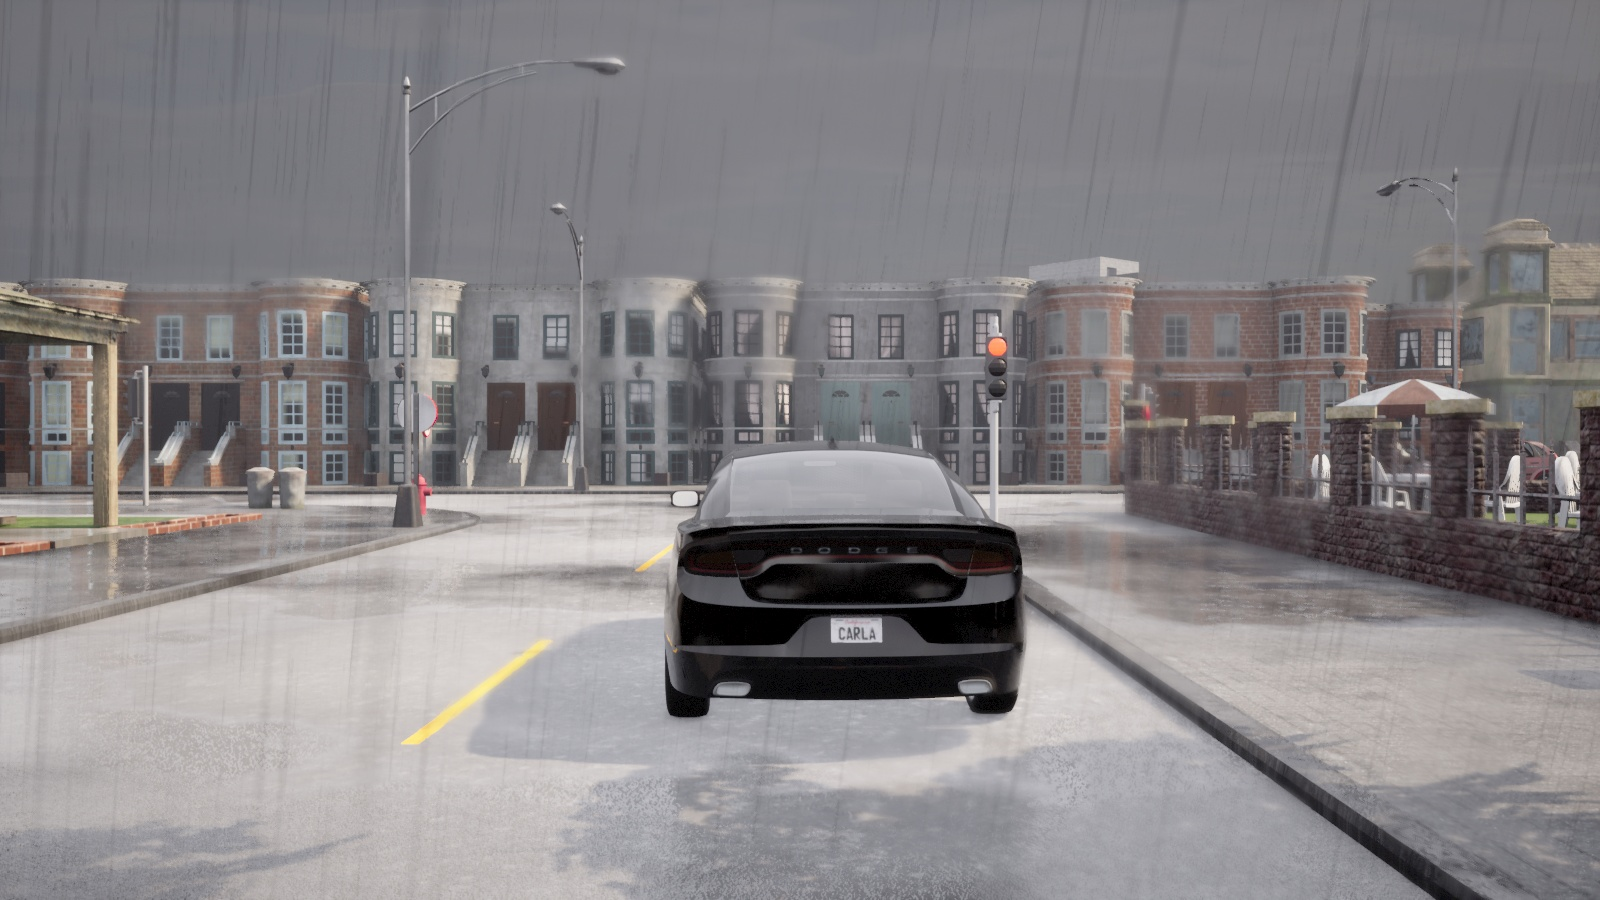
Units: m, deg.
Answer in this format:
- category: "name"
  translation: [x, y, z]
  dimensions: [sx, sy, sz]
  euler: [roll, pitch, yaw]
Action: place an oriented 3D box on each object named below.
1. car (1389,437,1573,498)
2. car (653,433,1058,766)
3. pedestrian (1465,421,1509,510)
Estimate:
- category: "car"
  translation: [18.454, 0.466, 34.165]
  dimensions: [3.988, 1.617, 1.851]
  euler: [0, 0, 1]
- category: "car"
  translation: [0.155, 0.677, 8.334]
  dimensions: [1.882, 1.535, 5.008]
  euler: [0, 0, -2]
- category: "pedestrian"
  translation: [14.225, 0.320, 26.019]
  dimensions: [0.706, 1.836, 0.354]
  euler: [0, 0, 3]
